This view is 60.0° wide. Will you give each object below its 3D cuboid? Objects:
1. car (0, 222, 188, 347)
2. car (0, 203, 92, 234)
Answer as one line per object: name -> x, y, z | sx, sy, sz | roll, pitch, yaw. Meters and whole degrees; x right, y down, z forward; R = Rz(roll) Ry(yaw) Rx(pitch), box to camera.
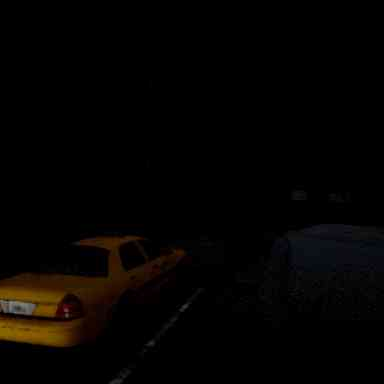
car -> -1.536, 1.518, 6.759 | 1.946, 1.575, 5.366 | 0, -1, 16
car -> -4.029, 1.286, 8.389 | 2.435, 2.045, 5.566 | 0, -1, 16
